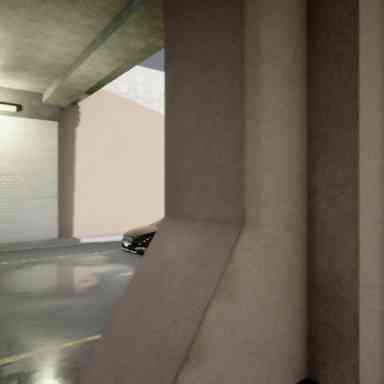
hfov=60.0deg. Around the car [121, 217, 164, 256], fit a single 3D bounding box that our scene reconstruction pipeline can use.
[{"bbox_3d":[-0.209,1.500,12.441,4.892,1.490,1.837,0,0,-35],"label":"car"}]
